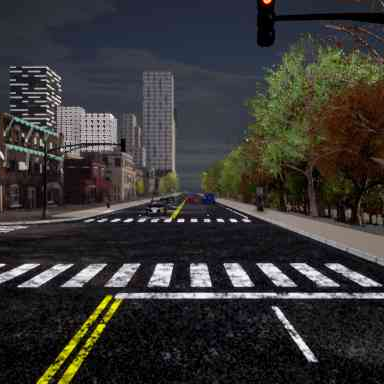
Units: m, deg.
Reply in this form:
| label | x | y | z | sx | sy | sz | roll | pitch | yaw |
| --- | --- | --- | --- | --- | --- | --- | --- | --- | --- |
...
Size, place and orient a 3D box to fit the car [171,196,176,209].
| label | x | y | z | sx | sy | sz | roll | pitch | yaw |
| --- | --- | --- | --- | --- | --- | --- | --- | --- | --- |
| car | -3.449 | 1.487 | 43.032 | 1.837 | 1.490 | 4.892 | 0 | 0 | 0 |

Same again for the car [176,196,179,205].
| label | x | y | z | sx | sy | sz | roll | pitch | yaw |
| --- | --- | --- | --- | --- | --- | --- | --- | --- | --- |
| car | -3.467 | 1.482 | 53.172 | 1.837 | 1.490 | 4.892 | 0 | 0 | 0 |

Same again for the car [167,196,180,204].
| label | x | y | z | sx | sy | sz | roll | pitch | yaw |
| --- | --- | --- | --- | --- | --- | --- | --- | --- | --- |
| car | -3.456 | 1.463 | 63.562 | 2.128 | 1.511 | 4.902 | 0 | 0 | 1 |

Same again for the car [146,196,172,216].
| label | x | y | z | sx | sy | sz | roll | pitch | yaw |
| --- | --- | --- | --- | --- | --- | --- | --- | --- | --- |
| car | -3.429 | 1.479 | 32.982 | 2.128 | 1.511 | 4.902 | 0 | 0 | 0 |

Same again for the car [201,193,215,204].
| label | x | y | z | sx | sy | sz | roll | pitch | yaw |
| --- | --- | --- | --- | --- | --- | --- | --- | --- | --- |
| car | 3.188 | 1.195 | 62.921 | 2.150 | 2.045 | 5.566 | 0 | 0 | 0 |

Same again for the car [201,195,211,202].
| label | x | y | z | sx | sy | sz | roll | pitch | yaw |
| --- | --- | --- | --- | --- | --- | --- | --- | --- | --- |
| car | 3.057 | 1.443 | 74.409 | 1.882 | 1.535 | 5.008 | 0 | 0 | 0 |

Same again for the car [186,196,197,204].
| label | x | y | z | sx | sy | sz | roll | pitch | yaw |
| --- | --- | --- | --- | --- | --- | --- | --- | --- | --- |
| car | -0.059 | 1.535 | 64.486 | 1.994 | 1.385 | 4.181 | 0 | 0 | -1 |

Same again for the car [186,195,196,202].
| label | x | y | z | sx | sy | sz | roll | pitch | yaw |
| --- | --- | --- | --- | --- | --- | --- | --- | --- | --- |
| car | -0.189 | 1.506 | 74.473 | 2.033 | 1.411 | 5.357 | 0 | 0 | 0 |
